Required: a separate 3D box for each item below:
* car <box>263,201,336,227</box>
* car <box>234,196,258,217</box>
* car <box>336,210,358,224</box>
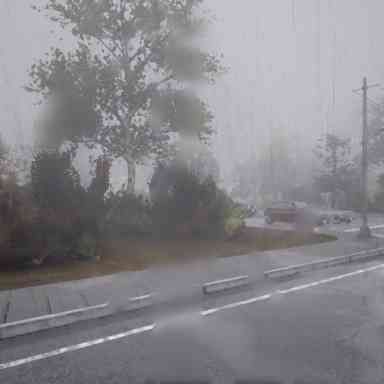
[{"bbox_3d":[7.353,1.426,23.614,2.097,1.767,4.553,0,-1,-38],"label":"car"},{"bbox_3d":[3.907,1.430,33.349,2.150,2.045,5.566,0,-1,-41],"label":"car"},{"bbox_3d":[10.146,1.675,25.817,1.895,1.301,4.718,0,-1,-39],"label":"car"}]
